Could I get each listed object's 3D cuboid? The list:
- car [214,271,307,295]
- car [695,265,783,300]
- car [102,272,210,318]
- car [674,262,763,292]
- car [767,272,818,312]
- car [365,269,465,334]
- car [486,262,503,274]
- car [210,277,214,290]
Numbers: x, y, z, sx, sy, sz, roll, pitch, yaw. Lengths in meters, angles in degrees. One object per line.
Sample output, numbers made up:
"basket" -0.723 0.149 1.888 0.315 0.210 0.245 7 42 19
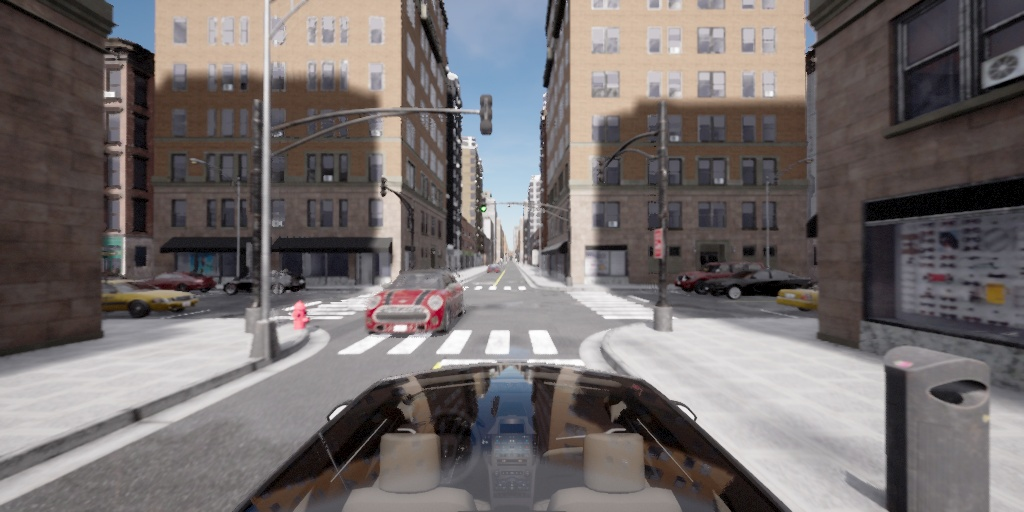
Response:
"car" -14.526 1.548 21.216 4.313 1.339 1.948 0 0 0
"car" 12.620 1.413 18.634 5.008 1.535 1.882 0 0 0
"car" -14.379 1.447 13.191 4.829 1.417 1.751 0 0 0
"car" 12.357 1.269 21.170 5.009 1.841 2.192 0 0 0
"car" 12.504 1.419 13.144 4.829 1.417 1.751 0 0 0
"car" -2.747 1.211 11.077 2.097 1.767 4.553 0 -1 0
"car" -2.733 1.954 53.592 1.994 1.385 4.181 0 0 0
"car" -19.939 1.569 21.225 4.207 1.307 1.802 0 0 0
